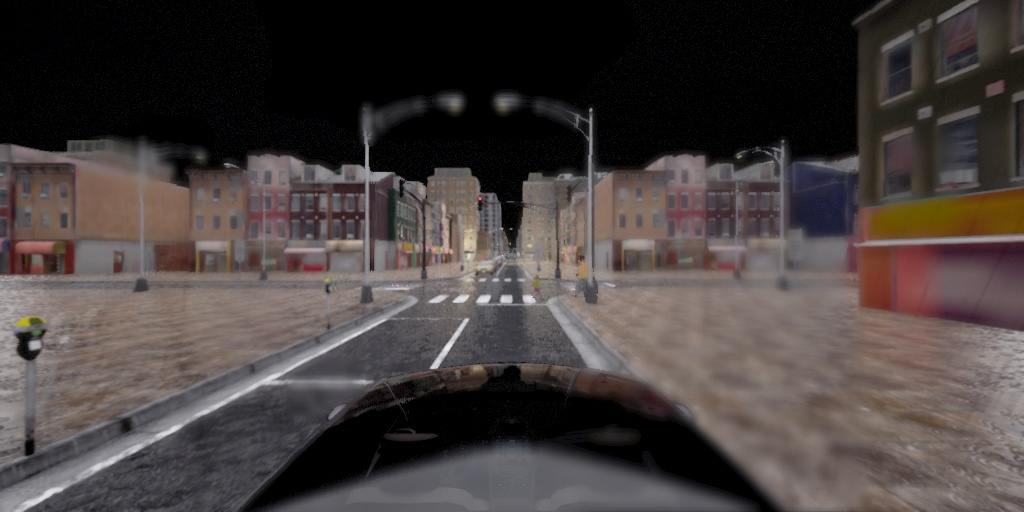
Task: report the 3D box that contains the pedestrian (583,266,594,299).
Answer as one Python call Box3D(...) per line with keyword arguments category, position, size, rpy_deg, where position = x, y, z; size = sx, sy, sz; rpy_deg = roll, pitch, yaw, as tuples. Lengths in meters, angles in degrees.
Box3D(category="pedestrian", position=(3.167, 1.091, 14.878), size=(0.375, 1.300, 0.375), rpy_deg=(0, 0, 0))

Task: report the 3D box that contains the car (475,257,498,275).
Box3D(category="car", position=(-2.643, 1.093, 35.523), size=(1.751, 1.417, 4.829), rpy_deg=(0, 0, 0))

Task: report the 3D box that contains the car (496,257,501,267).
Box3D(category="car", position=(-2.644, 1.089, 41.298), size=(1.888, 1.381, 4.507), rpy_deg=(0, 0, 0))

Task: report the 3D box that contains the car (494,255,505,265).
Box3D(category="car", position=(-2.647, 0.920, 58.113), size=(1.967, 1.591, 4.097), rpy_deg=(0, 0, 0))

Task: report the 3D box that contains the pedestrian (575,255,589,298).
Box3D(category="pedestrian", position=(2.847, 0.820, 14.226), size=(0.375, 1.860, 0.375), rpy_deg=(0, 0, 0))

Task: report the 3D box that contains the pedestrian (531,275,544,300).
Box3D(category="pedestrian", position=(1.160, 1.343, 15.426), size=(0.500, 1.100, 0.500), rpy_deg=(0, 0, 0))
